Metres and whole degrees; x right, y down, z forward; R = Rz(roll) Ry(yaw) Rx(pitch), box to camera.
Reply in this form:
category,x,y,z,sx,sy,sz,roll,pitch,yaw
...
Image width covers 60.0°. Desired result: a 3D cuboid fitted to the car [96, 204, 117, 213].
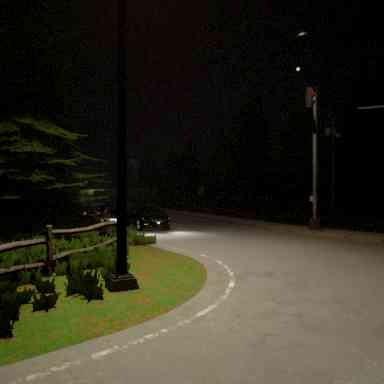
category,x,y,z,sx,sy,sz,roll,pitch,yaw
car,-7.034,1.537,29.759,1.994,1.385,4.181,0,0,-24

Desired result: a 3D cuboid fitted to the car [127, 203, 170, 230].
category,x,y,z,sx,sy,sz,roll,pitch,yaw
car,-2.888,1.478,20.711,1.837,1.490,4.892,0,0,-25

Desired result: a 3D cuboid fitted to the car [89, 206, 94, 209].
category,x,y,z,sx,sy,sz,roll,pitch,yaw
car,-11.202,1.499,39.096,1.812,1.442,4.674,0,0,-24
